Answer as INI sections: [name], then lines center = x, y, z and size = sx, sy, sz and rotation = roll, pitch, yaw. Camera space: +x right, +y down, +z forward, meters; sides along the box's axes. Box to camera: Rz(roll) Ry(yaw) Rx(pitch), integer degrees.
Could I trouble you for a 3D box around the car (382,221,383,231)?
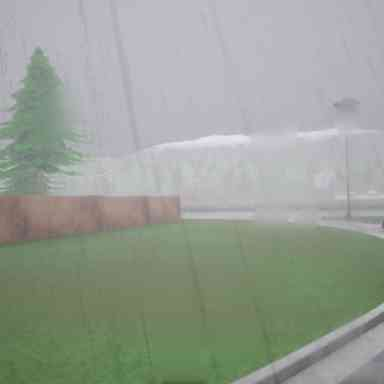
[car]
center = 13.012, 1.783, 19.481
size = 1.812, 1.442, 4.674
rotation = 0, -1, 5
